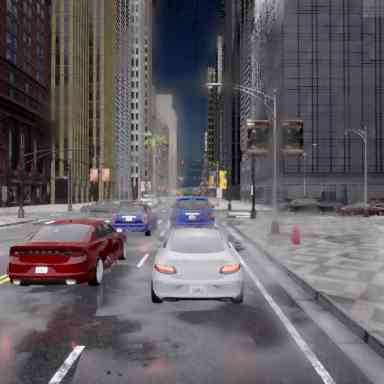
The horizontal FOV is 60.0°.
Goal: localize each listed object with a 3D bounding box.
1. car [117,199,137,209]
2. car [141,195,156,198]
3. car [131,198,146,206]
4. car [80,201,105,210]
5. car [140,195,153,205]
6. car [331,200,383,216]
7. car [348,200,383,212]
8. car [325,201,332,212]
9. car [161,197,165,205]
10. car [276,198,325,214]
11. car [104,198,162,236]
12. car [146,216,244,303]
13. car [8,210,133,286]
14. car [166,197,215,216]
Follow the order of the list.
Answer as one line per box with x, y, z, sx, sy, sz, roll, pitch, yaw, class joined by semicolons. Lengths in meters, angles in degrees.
-9.805;1.778;50.931;2.033;1.411;5.357;0;0;0;car
-6.556;1.452;50.972;2.150;2.045;5.566;0;0;0;car
-9.768;1.827;60.840;1.812;1.442;4.674;0;0;1;car
-9.713;1.692;35.475;4.181;1.385;1.994;0;0;-1;car
-9.690;1.609;71.414;2.150;2.045;5.566;0;0;0;car
15.340;1.577;30.163;4.206;1.307;1.802;0;0;-1;car
20.857;1.643;38.770;4.313;1.339;1.947;0;0;-1;car
15.217;1.662;38.687;4.313;1.339;1.947;0;0;-1;car
-6.519;1.805;60.684;1.837;1.490;4.892;0;0;1;car
11.412;1.429;35.879;4.553;1.767;2.097;0;-1;-1;car
-3.134;1.391;18.672;2.097;1.767;4.553;0;0;0;car
0.105;1.534;8.073;1.812;1.442;4.674;0;0;0;car
-3.144;1.489;9.445;1.882;1.535;5.008;0;0;0;car
0.041;1.257;17.775;2.150;2.045;5.566;0;0;1;car
